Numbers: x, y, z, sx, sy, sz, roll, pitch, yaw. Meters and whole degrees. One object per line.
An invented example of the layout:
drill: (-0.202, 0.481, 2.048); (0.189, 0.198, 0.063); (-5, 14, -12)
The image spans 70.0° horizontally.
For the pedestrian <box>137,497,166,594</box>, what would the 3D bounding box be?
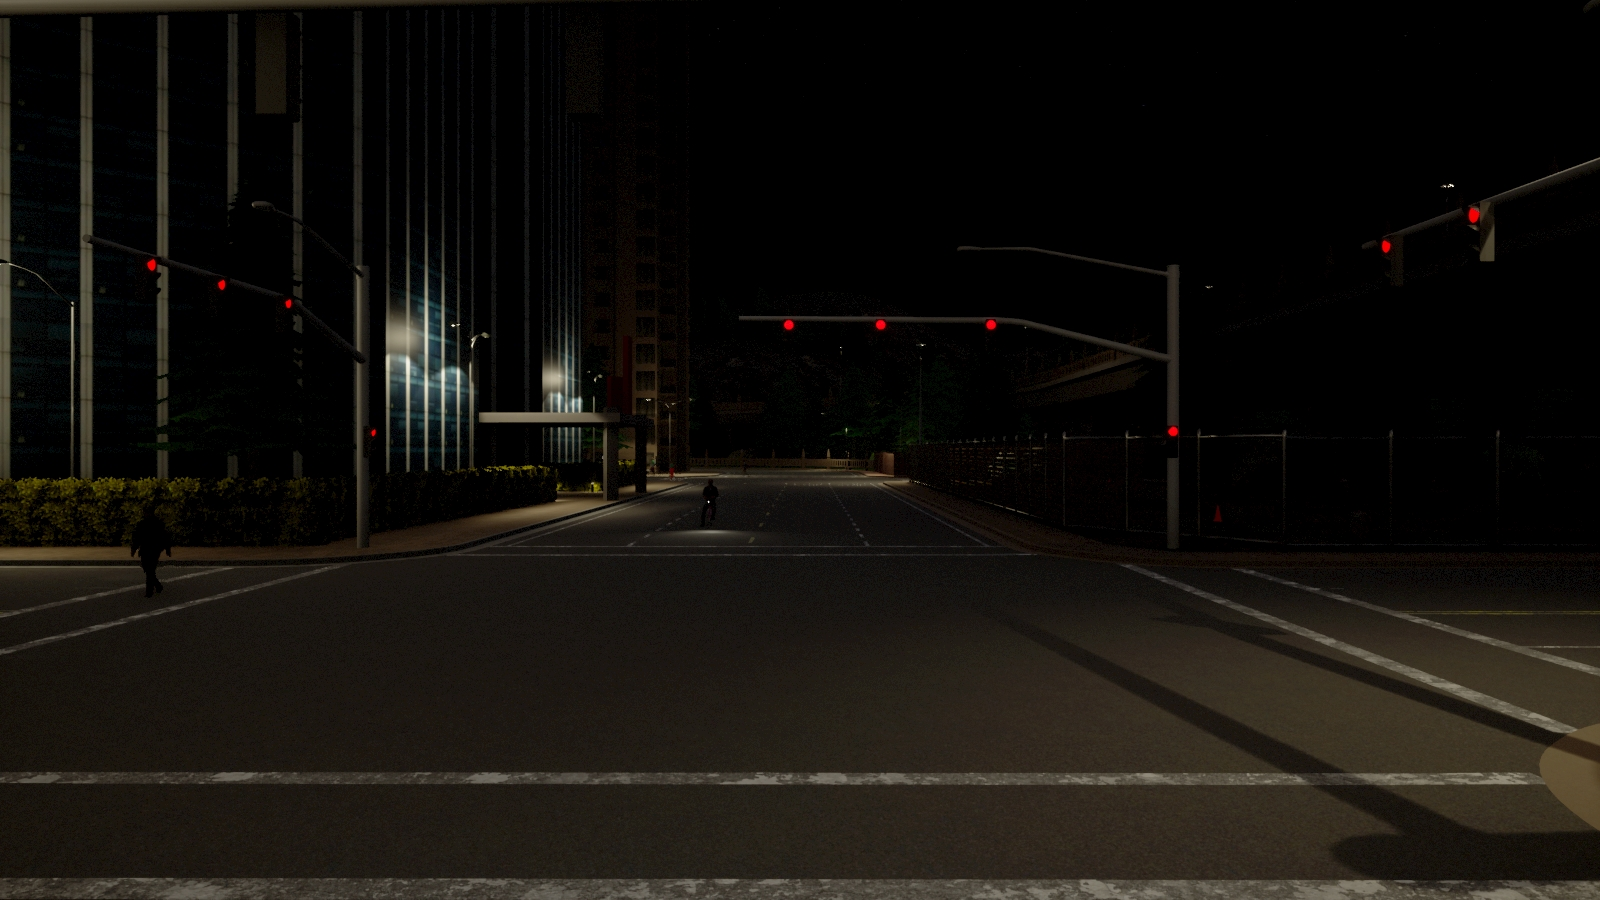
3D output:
pedestrian: (-12.581, 1.848, 22.181); (0.375, 1.860, 0.375); (0, 0, -6)

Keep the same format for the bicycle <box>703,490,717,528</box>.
bicycle: (-3.204, 2.105, 40.751); (0.329, 1.271, 1.835); (0, 0, 0)
